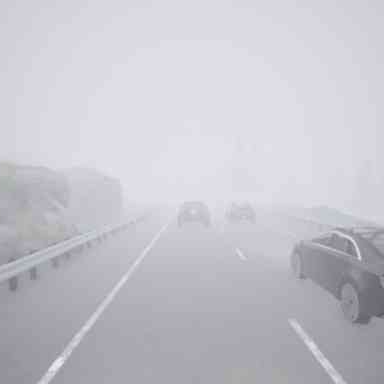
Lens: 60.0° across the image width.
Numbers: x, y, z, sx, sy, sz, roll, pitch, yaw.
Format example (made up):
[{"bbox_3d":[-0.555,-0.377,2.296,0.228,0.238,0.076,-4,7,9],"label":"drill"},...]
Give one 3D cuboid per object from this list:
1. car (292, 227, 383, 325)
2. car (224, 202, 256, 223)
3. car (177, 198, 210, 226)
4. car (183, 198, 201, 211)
[{"bbox_3d":[3.600,1.492,7.087,2.128,1.511,4.902,0,0,0],"label":"car"},{"bbox_3d":[3.602,1.494,25.375,2.128,1.511,4.902,0,0,0],"label":"car"},{"bbox_3d":[0.101,1.355,23.330,2.097,1.767,4.553,0,0,0],"label":"car"},{"bbox_3d":[-0.034,1.497,41.196,2.128,1.511,4.902,0,0,-1],"label":"car"}]
